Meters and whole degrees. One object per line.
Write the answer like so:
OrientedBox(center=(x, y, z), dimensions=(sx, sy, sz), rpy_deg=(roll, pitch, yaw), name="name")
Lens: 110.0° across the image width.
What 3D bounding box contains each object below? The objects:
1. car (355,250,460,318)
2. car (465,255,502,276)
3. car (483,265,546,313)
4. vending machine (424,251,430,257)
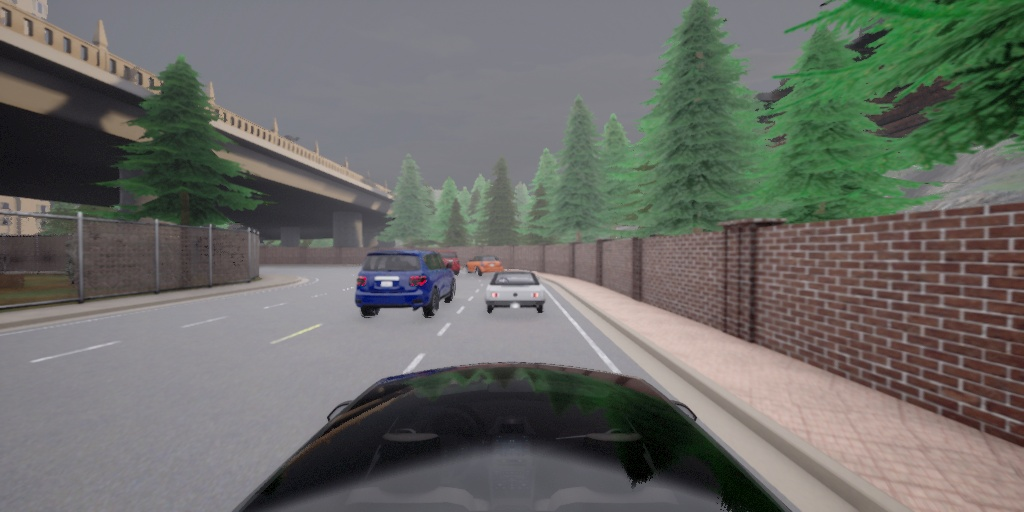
OrientedBox(center=(-3.403, 0.821, 12.422), dimensions=(2.150, 2.045, 5.566), rpy_deg=(0, 1, 0), name="car")
OrientedBox(center=(-2.452, 0.705, 30.114), dimensions=(2.097, 1.767, 4.553), rpy_deg=(-1, 1, -24), name="car")
OrientedBox(center=(0.095, 1.191, 13.125), dimensions=(1.895, 1.301, 4.718), rpy_deg=(0, 1, 0), name="car")
OrientedBox(center=(-10.672, 0.360, 43.555), dimensions=(0.880, 2.100, 1.100), rpy_deg=(0, 0, 26), name="vending machine")
